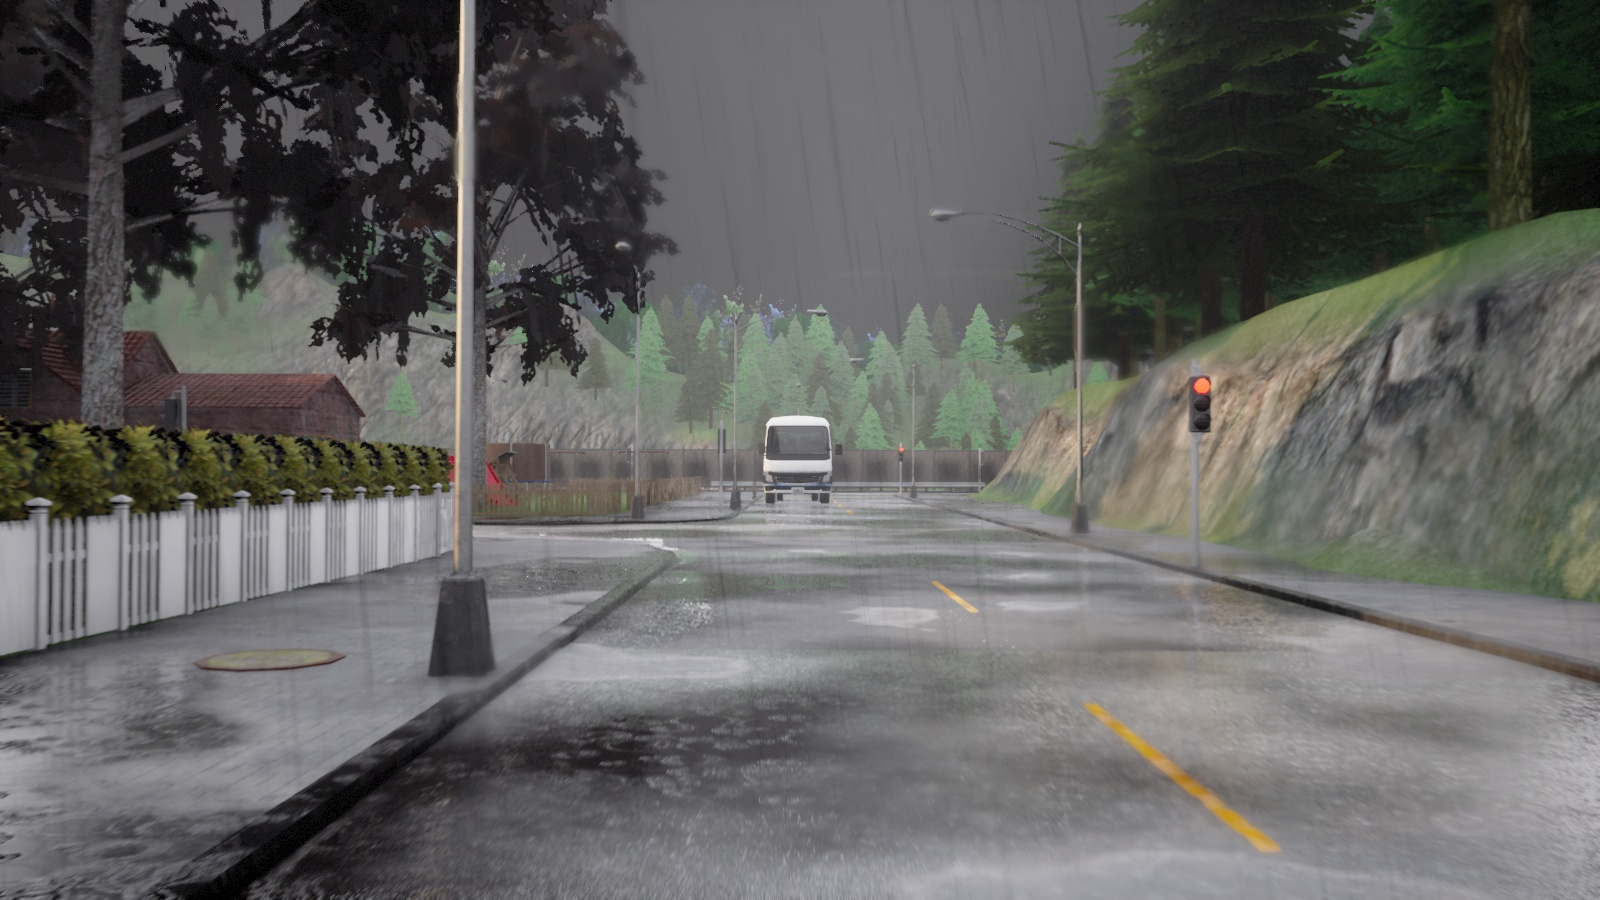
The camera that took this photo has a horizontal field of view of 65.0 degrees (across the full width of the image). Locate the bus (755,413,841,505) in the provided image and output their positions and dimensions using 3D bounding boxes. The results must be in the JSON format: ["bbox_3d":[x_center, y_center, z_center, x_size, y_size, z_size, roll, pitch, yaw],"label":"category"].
[{"bbox_3d":[-0.117,0.494,63.017,3.944,4.253,10.273,0,-1,0],"label":"bus"}]
